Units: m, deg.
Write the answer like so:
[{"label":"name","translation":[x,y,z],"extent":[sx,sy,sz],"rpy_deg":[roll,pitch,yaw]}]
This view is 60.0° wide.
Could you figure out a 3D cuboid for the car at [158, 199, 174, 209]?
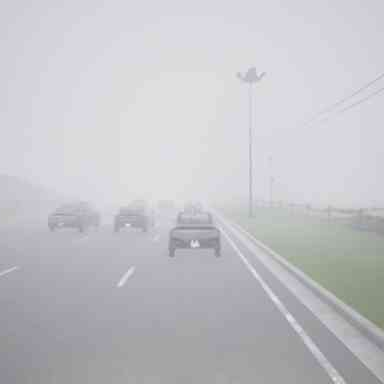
[{"label":"car","translation":[-3.405,1.638,44.913],"extent":[1.895,1.301,4.718],"rpy_deg":[0,0,0]}]

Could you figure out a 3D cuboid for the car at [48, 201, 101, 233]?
[{"label":"car","translation":[-6.903,1.507,19.953],"extent":[2.128,1.511,4.902],"rpy_deg":[0,0,0]}]

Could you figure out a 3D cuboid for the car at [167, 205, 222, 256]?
[{"label":"car","translation":[0.098,1.502,13.192],"extent":[2.128,1.511,4.902],"rpy_deg":[0,0,0]}]

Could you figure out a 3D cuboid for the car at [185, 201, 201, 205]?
[{"label":"car","translation":[0.095,1.631,36.363],"extent":[1.895,1.301,4.718],"rpy_deg":[0,0,0]}]

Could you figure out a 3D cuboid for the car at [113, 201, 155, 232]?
[{"label":"car","translation":[-3.403,1.520,20.063],"extent":[1.837,1.490,4.892],"rpy_deg":[0,-1,0]}]

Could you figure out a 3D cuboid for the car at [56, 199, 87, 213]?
[{"label":"car","translation":[-13.911,1.557,38.706],"extent":[1.812,1.442,4.674],"rpy_deg":[0,0,0]}]

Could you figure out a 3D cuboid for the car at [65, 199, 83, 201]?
[{"label":"car","translation":[-10.404,1.529,30.881],"extent":[1.837,1.490,4.892],"rpy_deg":[0,0,0]}]

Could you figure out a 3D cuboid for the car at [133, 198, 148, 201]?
[{"label":"car","translation":[-6.906,1.527,44.641],"extent":[2.128,1.511,4.902],"rpy_deg":[0,0,0]}]
